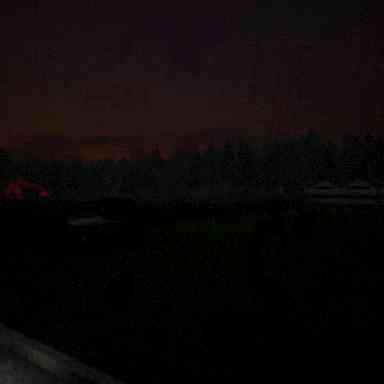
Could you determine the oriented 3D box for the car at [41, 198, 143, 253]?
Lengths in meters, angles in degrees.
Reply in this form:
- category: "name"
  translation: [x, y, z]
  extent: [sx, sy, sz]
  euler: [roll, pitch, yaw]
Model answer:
- category: "car"
  translation: [-3.732, 1.206, 13.193]
  extent: [1.905, 1.878, 3.866]
  euler: [0, 0, 35]
